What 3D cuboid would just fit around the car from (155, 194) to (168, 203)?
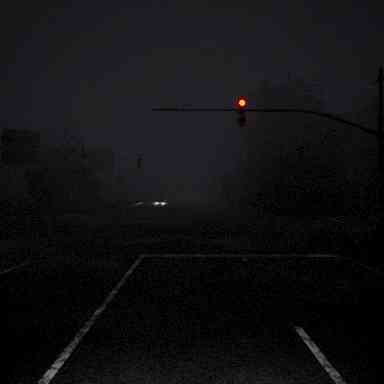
[{"bbox_3d":[-7.000,1.595,72.214,1.895,1.301,4.718,0,0,0],"label":"car"}]
